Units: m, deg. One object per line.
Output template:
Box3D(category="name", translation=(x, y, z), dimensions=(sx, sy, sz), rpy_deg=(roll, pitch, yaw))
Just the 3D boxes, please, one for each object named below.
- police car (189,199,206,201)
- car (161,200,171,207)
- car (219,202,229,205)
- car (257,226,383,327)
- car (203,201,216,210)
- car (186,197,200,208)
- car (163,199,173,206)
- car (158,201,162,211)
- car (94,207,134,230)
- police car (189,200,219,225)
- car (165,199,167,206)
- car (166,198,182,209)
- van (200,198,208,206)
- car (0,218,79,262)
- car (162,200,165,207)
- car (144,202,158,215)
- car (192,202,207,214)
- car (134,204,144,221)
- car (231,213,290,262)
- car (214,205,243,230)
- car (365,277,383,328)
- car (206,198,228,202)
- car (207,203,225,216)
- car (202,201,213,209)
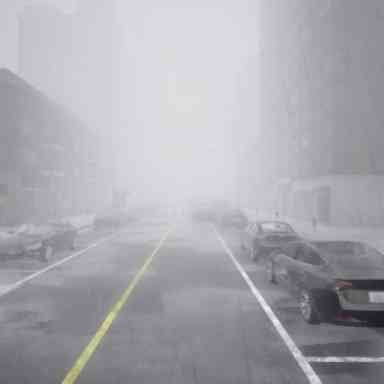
Box3D(category="police car", translation=(0.906, 1.913, 37.714), dimensions=(1.930, 1.638, 5.238), rpy_deg=(0, -1, 0))
Box3D(category="car", translation=(-5.655, 2.508, 73.403), dimensions=(1.947, 1.339, 4.313), rpy_deg=(0, -1, 0))
Box3D(category="car", translation=(2.863, 1.906, 29.393), dimensions=(1.752, 1.417, 4.829), rpy_deg=(0, -1, 0))
Box3D(category="car", translation=(2.859, 1.660, 7.129), dimensions=(1.947, 1.339, 4.313), rpy_deg=(0, -1, 0))
Box3D(category="car", translation=(2.868, 2.282, 56.838), dimensions=(2.008, 1.369, 4.403), rpy_deg=(0, -1, 0))
Box3D(category="car", translation=(0.011, 2.049, 64.144), dimensions=(2.150, 2.045, 5.566), rpy_deg=(0, -1, 0))
Box3D(category="car", translation=(-5.654, 2.453, 78.929), dimensions=(1.967, 1.590, 4.097), rpy_deg=(0, -1, 0))
Box3D(category="car", translation=(-5.660, 2.156, 45.779), dimensions=(1.947, 1.339, 4.313), rpy_deg=(0, -1, 0))
Box3D(category="car", translation=(-5.664, 1.853, 23.682), dimensions=(1.887, 1.381, 4.507), rpy_deg=(0, -1, 0))
Box3D(category="police car", translation=(0.904, 1.785, 27.715), dimensions=(1.930, 1.638, 5.238), rpy_deg=(0, -1, 0))
Box3D(category="car", translation=(-5.656, 2.454, 67.878), dimensions=(1.802, 1.307, 4.206), rpy_deg=(0, -1, 0))
Box3D(category="car", translation=(-3.031, 2.280, 58.660), dimensions=(1.812, 1.442, 4.674), rpy_deg=(0, -1, 1))
Box3D(category="van", translation=(2.872, 2.354, 78.934), dimensions=(1.690, 1.788, 3.998), rpy_deg=(0, -1, 0))
Box3D(category="car", translation=(-5.666, 1.717, 12.632), dimensions=(2.008, 1.369, 4.403), rpy_deg=(0, -1, 0))
Box3D(category="car", translation=(-5.659, 2.226, 51.304), dimensions=(1.947, 1.339, 4.313), rpy_deg=(0, -1, 0))
Box3D(category="car", translation=(-5.661, 2.064, 40.255), dimensions=(1.887, 1.381, 4.507), rpy_deg=(0, -1, 0))
Box3D(category="car", translation=(0.907, 2.067, 43.603), dimensions=(1.837, 1.490, 4.892), rpy_deg=(0, -1, 0))
Box3D(category="car", translation=(-5.663, 1.961, 29.206), dimensions=(1.802, 1.307, 4.206), rpy_deg=(0, -1, 0))
Box3D(category="car", translation=(2.860, 1.717, 12.653), dimensions=(2.008, 1.369, 4.403), rpy_deg=(0, -1, 0))
Box3D(category="car", translation=(2.862, 1.874, 23.699), dimensions=(1.947, 1.339, 4.313), rpy_deg=(0, -1, 0))
Box3D(category="car", translation=(2.858, 1.605, 1.606), dimensions=(1.802, 1.307, 4.206), rpy_deg=(0, -1, 0))
Box3D(category="car", translation=(2.864, 1.764, 34.749), dimensions=(2.192, 1.841, 5.009), rpy_deg=(0, -1, 0))
Box3D(category="car", translation=(2.865, 2.047, 40.439), dimensions=(1.752, 1.417, 4.829), rpy_deg=(0, -1, 0))
Box3D(category="car", translation=(2.869, 2.352, 62.362), dimensions=(2.008, 1.369, 4.403), rpy_deg=(0, -1, 0))
